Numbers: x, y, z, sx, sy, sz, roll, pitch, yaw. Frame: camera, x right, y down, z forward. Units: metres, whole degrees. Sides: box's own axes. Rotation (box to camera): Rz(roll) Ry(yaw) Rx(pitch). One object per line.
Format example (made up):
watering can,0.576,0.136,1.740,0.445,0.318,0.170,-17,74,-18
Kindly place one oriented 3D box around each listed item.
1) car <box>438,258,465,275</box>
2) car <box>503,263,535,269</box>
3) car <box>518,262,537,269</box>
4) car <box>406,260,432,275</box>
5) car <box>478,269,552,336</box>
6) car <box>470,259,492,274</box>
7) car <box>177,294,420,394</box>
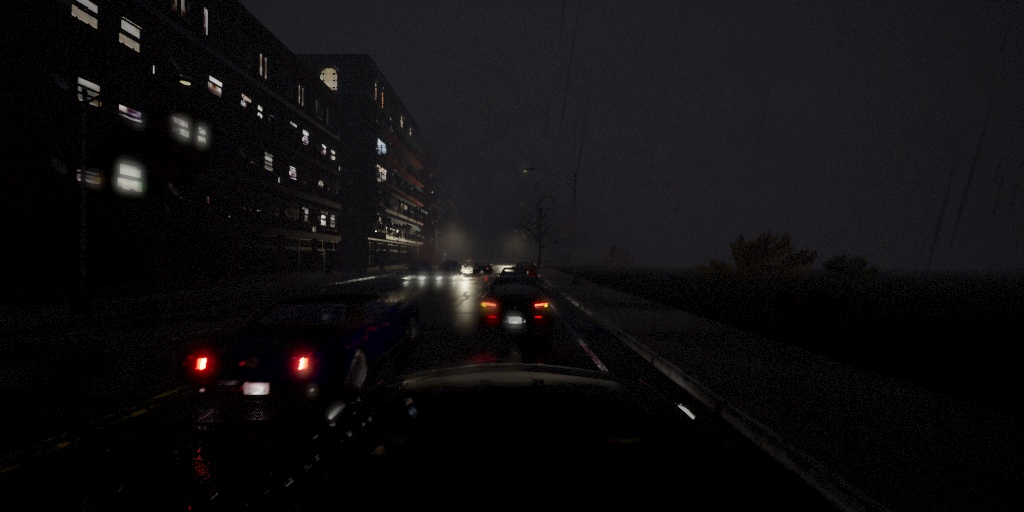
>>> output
car,-6.666,1.233,38.587,1.882,1.535,5.008,0,0,0
car,0.069,1.318,20.490,1.994,1.385,4.181,0,0,0
car,1.088,1.233,30.017,1.882,1.535,5.008,0,0,0
car,-9.916,1.233,38.567,1.882,1.535,5.008,0,0,0
car,0.078,1.278,10.323,1.812,1.442,4.674,0,0,0
car,-3.218,1.356,40.225,1.895,1.301,4.718,0,0,0
car,-3.160,1.352,6.659,1.895,1.301,4.718,0,0,0
